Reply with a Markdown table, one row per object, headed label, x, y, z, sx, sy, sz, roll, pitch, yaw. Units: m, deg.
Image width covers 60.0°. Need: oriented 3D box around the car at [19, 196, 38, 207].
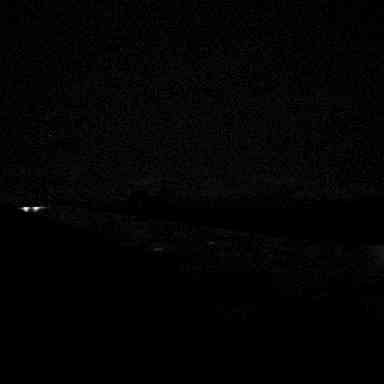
| label | x | y | z | sx | sy | sz | roll | pitch | yaw |
| --- | --- | --- | --- | --- | --- | --- | --- | --- | --- |
| car | -23.052 | 1.330 | 46.750 | 2.033 | 1.411 | 5.357 | -1 | 1 | -35 |
